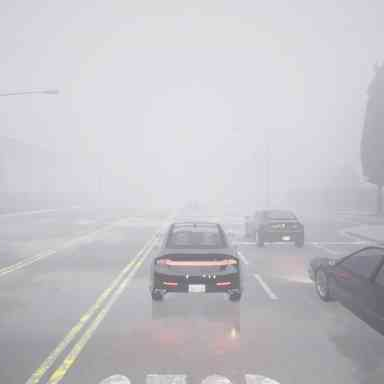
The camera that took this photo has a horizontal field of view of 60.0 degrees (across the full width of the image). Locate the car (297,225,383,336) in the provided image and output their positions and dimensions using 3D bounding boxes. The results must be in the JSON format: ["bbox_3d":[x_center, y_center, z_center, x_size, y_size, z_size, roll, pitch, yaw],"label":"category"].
[{"bbox_3d":[3.589,1.547,5.267,2.033,1.411,5.357,0,0,0],"label":"car"}]

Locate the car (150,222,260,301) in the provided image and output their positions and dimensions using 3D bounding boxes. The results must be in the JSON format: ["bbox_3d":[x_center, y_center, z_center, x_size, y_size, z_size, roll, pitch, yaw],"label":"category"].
[{"bbox_3d":[0.083,1.492,8.313,2.128,1.511,4.902,0,0,0],"label":"car"}]

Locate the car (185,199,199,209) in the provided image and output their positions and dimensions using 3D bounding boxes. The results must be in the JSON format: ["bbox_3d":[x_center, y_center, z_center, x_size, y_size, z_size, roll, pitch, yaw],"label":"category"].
[{"bbox_3d":[0.010,1.601,44.132,1.895,1.301,4.718,0,0,0],"label":"car"}]

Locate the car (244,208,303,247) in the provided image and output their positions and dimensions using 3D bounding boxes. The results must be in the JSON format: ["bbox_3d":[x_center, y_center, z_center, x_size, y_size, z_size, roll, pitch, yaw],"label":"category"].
[{"bbox_3d":[3.568,1.505,15.014,1.837,1.490,4.892,0,0,0],"label":"car"}]
